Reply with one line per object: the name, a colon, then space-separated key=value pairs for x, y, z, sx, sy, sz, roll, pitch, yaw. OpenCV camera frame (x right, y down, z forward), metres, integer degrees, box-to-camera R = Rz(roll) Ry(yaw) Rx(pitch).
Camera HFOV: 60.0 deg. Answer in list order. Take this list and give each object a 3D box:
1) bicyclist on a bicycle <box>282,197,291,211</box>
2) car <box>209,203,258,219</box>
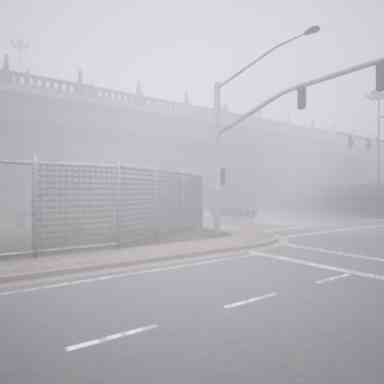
bicyclist on a bicycle: x=10.946 y=1.346 z=38.455 sx=1.656 sy=1.620 sz=0.582 roll=0 pitch=0 yaw=-36
car: x=3.654 y=1.650 z=29.774 sx=1.895 sy=1.301 sz=4.718 roll=0 pitch=0 yaw=-36
